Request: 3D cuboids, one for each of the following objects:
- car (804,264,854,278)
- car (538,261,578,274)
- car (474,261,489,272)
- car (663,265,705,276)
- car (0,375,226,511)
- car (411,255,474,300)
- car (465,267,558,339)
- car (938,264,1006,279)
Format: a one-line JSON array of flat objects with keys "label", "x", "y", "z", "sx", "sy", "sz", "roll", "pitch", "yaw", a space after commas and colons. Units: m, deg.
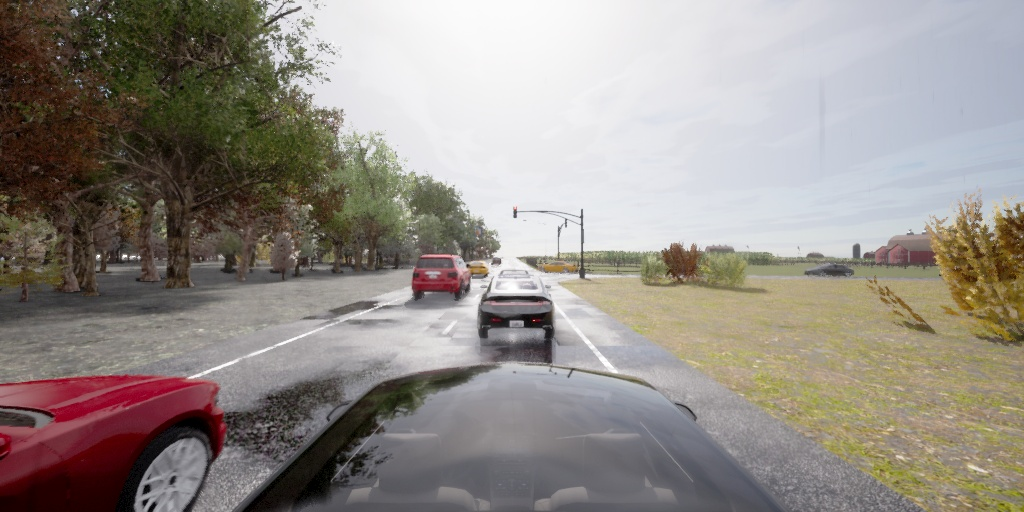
[{"label": "car", "x": 36.677, "y": 1.711, "z": 41.558, "sx": 4.892, "sy": 1.490, "sz": 1.837, "roll": 0, "pitch": -1, "yaw": 0}, {"label": "car", "x": 5.609, "y": 1.369, "z": 44.331, "sx": 5.008, "sy": 1.535, "sz": 1.882, "roll": 1, "pitch": 0, "yaw": 30}, {"label": "car", "x": -3.365, "y": 1.234, "z": 36.109, "sx": 1.882, "sy": 1.535, "sz": 5.008, "roll": 0, "pitch": 0, "yaw": 0}, {"label": "car", "x": 19.914, "y": 1.625, "z": 41.656, "sx": 4.718, "sy": 1.301, "sz": 1.895, "roll": 1, "pitch": -1, "yaw": 0}, {"label": "car", "x": -3.400, "y": 1.227, "z": 1.020, "sx": 1.882, "sy": 1.535, "sz": 5.008, "roll": 0, "pitch": 0, "yaw": 0}, {"label": "car", "x": -3.382, "y": 0.976, "z": 17.976, "sx": 2.150, "sy": 2.045, "sz": 5.566, "roll": 0, "pitch": 0, "yaw": 0}, {"label": "car", "x": 0.110, "y": 1.244, "z": 10.113, "sx": 2.128, "sy": 1.511, "sz": 4.902, "roll": 0, "pitch": 0, "yaw": 0}, {"label": "car", "x": 48.625, "y": 1.825, "z": 37.888, "sx": 5.357, "sy": 1.411, "sz": 2.033, "roll": 1, "pitch": -1, "yaw": 1}]
